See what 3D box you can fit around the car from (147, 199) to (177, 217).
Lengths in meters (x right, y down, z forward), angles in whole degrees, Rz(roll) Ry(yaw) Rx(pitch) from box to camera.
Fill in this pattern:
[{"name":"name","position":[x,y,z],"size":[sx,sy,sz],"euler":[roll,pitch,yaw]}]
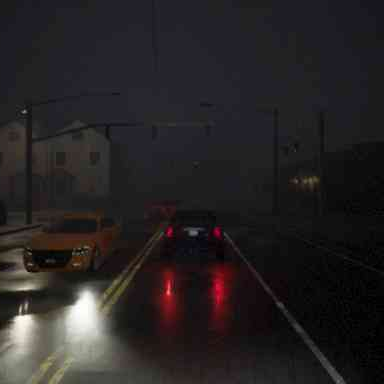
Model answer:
[{"name":"car","position":[-2.307,1.340,28.368],"size":[2.097,1.767,4.553],"euler":[0,0,-22]}]

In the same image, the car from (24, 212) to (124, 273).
[{"name":"car","position":[-3.574,1.473,10.918],"size":[1.882,1.535,5.008],"euler":[0,0,0]}]

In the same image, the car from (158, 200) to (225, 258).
[{"name":"car","position":[0.064,1.348,12.934],"size":[2.097,1.767,4.553],"euler":[0,0,0]}]
